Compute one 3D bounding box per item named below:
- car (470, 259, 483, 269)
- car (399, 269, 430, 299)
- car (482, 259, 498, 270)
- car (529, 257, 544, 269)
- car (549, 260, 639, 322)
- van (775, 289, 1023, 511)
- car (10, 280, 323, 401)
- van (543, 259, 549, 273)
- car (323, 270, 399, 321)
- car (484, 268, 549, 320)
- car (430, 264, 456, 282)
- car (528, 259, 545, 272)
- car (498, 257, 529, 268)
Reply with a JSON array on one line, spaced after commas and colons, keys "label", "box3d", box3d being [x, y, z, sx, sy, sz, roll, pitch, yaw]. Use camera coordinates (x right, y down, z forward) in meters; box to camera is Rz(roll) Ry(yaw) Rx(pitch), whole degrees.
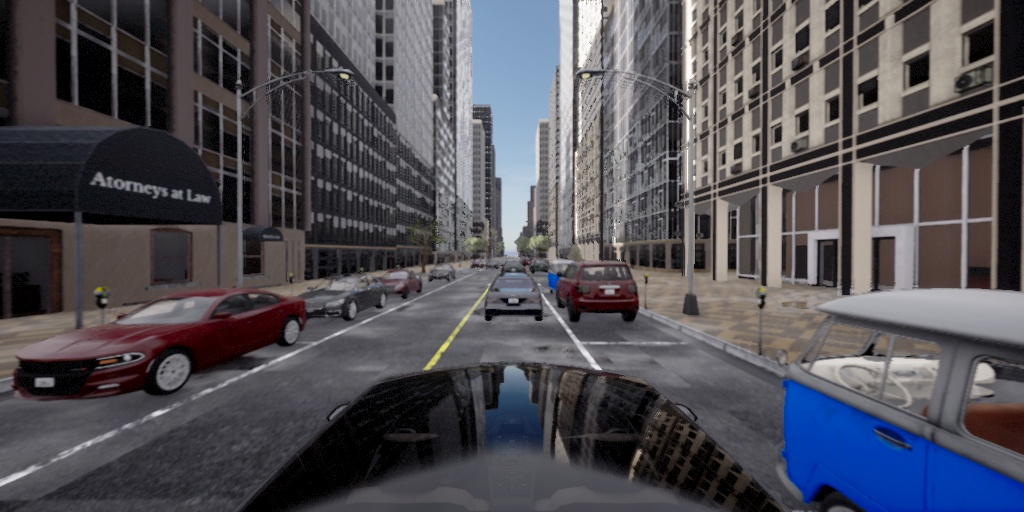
[{"label": "car", "box3d": [-5.561, 1.219, 57.765, 1.967, 1.591, 4.097, 0, 0, 0]}, {"label": "car", "box3d": [-5.655, 1.340, 17.980, 1.802, 1.307, 4.207, 0, 0, 0]}, {"label": "car", "box3d": [-2.955, 1.280, 53.901, 1.837, 1.490, 4.892, 0, 0, 0]}, {"label": "car", "box3d": [3.205, 1.125, 41.129, 2.097, 1.767, 4.553, 0, 0, 0]}, {"label": "car", "box3d": [2.713, 1.071, 12.276, 2.192, 1.841, 5.009, 0, 0, 0]}, {"label": "van", "box3d": [2.686, 1.091, 0.909, 1.690, 1.789, 3.998, 0, 0, 0]}, {"label": "car", "box3d": [-5.681, 1.297, 6.612, 1.888, 1.381, 4.507, 0, 0, 0]}, {"label": "van", "box3d": [2.726, 1.100, 17.960, 1.690, 1.789, 3.998, 0, 0, 0]}, {"label": "car", "box3d": [-5.669, 1.305, 12.296, 2.007, 1.370, 4.403, 0, 0, 0]}, {"label": "car", "box3d": [0.069, 1.304, 12.587, 2.033, 1.411, 5.357, 0, 0, 1]}, {"label": "car", "box3d": [-5.628, 1.315, 29.347, 2.007, 1.370, 4.403, 0, 0, 0]}, {"label": "car", "box3d": [3.248, 1.253, 48.160, 1.882, 1.535, 5.008, 0, 0, 0]}, {"label": "car", "box3d": [0.135, 1.117, 30.965, 2.097, 1.767, 4.553, 0, 0, 0]}]
